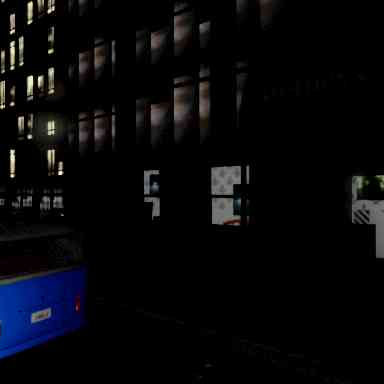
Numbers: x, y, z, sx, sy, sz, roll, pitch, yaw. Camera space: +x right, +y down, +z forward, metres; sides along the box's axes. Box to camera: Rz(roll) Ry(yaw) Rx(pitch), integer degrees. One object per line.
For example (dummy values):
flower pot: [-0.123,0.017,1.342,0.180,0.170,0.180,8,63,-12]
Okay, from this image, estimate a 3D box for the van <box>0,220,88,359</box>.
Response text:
van: [-3.431,1.341,5.331,3.998,1.788,1.690,0,0,36]
